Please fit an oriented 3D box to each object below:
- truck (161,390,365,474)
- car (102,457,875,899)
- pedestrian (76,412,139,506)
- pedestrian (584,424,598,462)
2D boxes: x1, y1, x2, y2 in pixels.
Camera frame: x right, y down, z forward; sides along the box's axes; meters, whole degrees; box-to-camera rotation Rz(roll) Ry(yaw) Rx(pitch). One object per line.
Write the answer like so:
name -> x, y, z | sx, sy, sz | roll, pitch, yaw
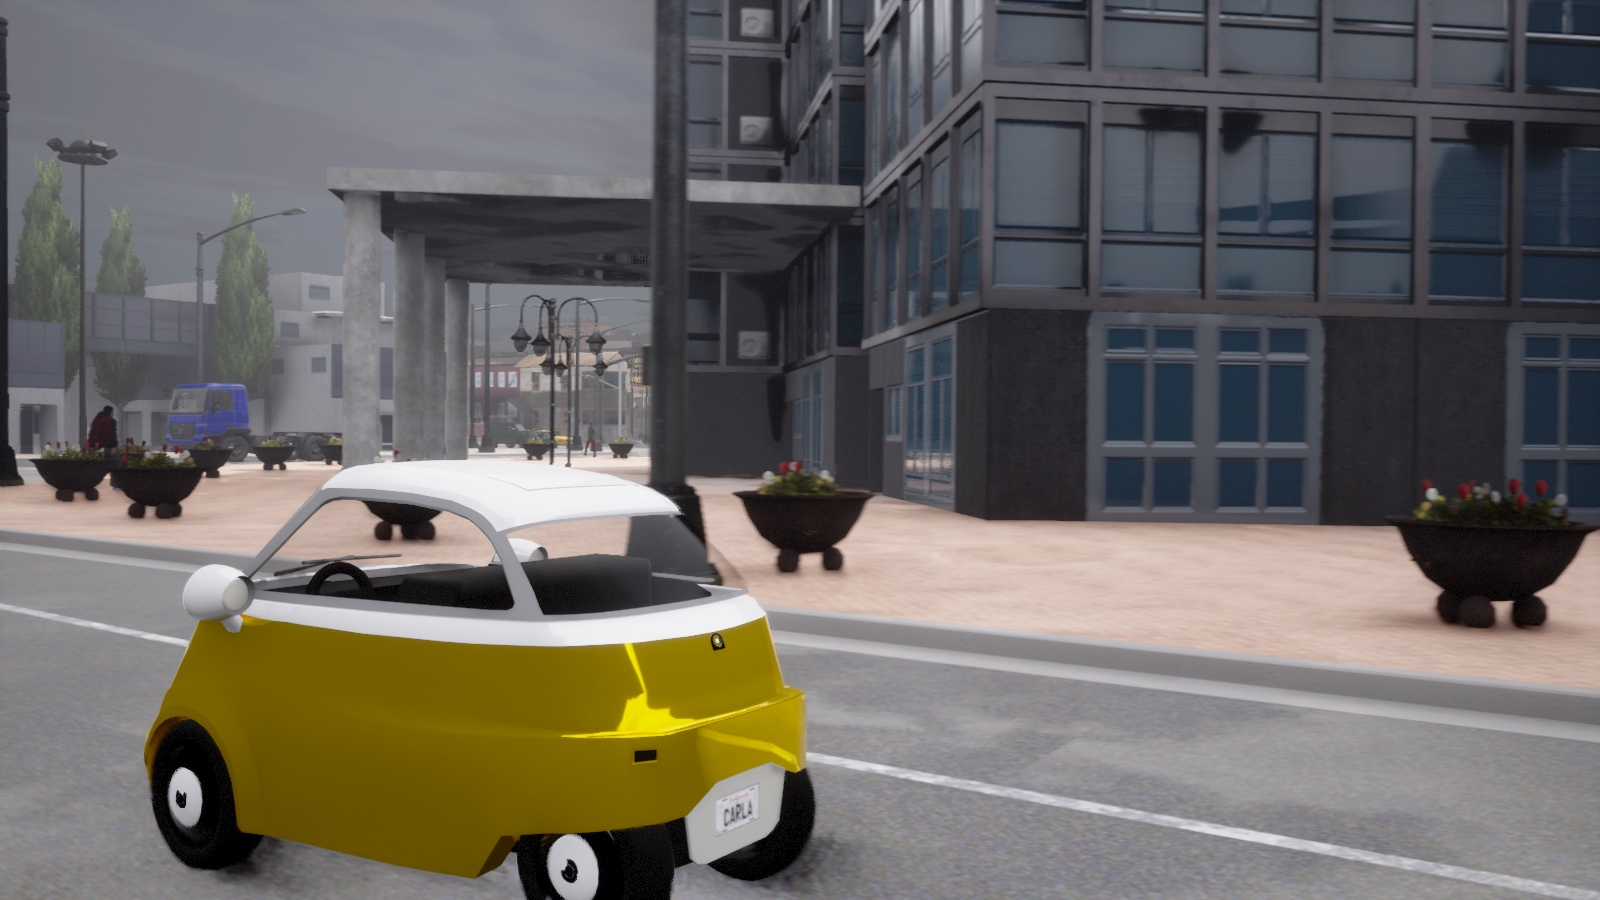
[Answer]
truck -> -23.606, -0.795, 55.655 | 2.891, 3.462, 7.936 | 0, 1, 36
car -> -1.070, 0.737, 4.342 | 2.207, 1.376, 1.481 | 0, 1, 34
pedestrian -> -13.742, 0.171, 24.940 | 0.634, 1.844, 0.899 | 0, 1, 13
pedestrian -> -10.310, -0.356, 62.041 | 0.353, 1.847, 0.614 | 0, 1, 32
